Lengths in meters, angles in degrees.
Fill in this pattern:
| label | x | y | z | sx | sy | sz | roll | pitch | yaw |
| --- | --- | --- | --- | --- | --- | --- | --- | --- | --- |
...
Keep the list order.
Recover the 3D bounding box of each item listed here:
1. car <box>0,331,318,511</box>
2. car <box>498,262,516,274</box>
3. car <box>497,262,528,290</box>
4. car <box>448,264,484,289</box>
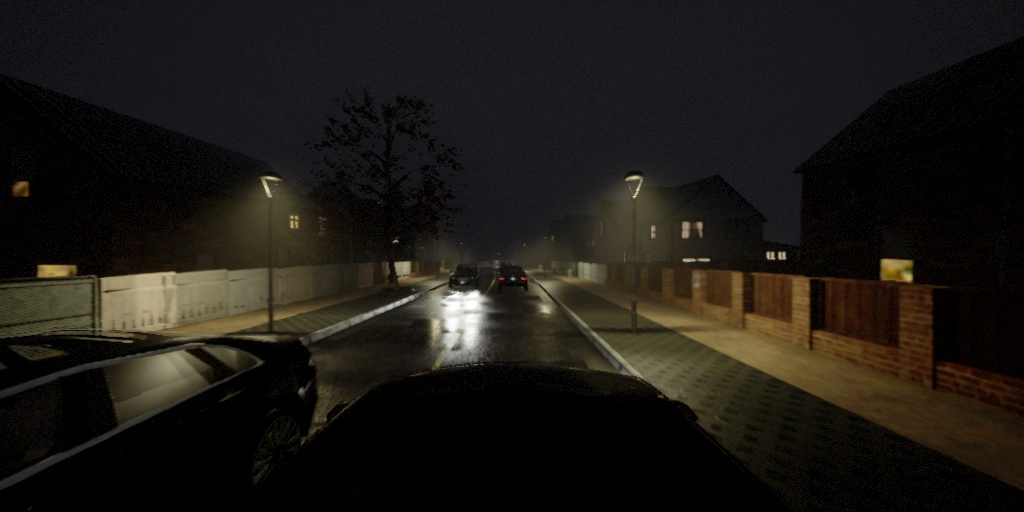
| label | x | y | z | sx | sy | sz | roll | pitch | yaw |
| --- | --- | --- | --- | --- | --- | --- | --- | --- | --- |
| car | -2.840 | 1.243 | 1.575 | 2.128 | 1.511 | 4.902 | 0 | 0 | 0 |
| car | -0.656 | 1.401 | 43.719 | 1.994 | 1.385 | 4.181 | 0 | 0 | -3 |
| car | 0.043 | 1.317 | 22.429 | 2.033 | 1.411 | 5.357 | 0 | 0 | 0 |
| car | -2.855 | 1.264 | 23.089 | 2.128 | 1.511 | 4.902 | 0 | 0 | 0 |
